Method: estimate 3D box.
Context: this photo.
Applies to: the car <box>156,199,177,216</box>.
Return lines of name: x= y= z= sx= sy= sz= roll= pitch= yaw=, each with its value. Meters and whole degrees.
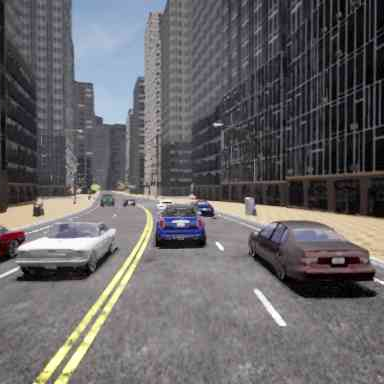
car: x=-2.601 y=1.496 z=33.280 sx=1.812 sy=1.442 sz=4.674 roll=0 pitch=0 yaw=-9

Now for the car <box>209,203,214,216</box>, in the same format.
car: x=0.850 y=1.523 z=32.106 sx=1.994 sy=1.385 sz=4.181 roll=0 pitch=0 yaw=-8

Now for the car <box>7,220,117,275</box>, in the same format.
car: x=-3.710 y=1.604 z=10.658 sx=1.895 sy=1.301 sz=4.718 roll=0 pitch=0 yaw=-3

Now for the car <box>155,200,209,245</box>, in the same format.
car: x=-0.606 y=1.343 z=15.636 sx=2.097 sy=1.767 sz=4.553 roll=0 pitch=0 yaw=-4

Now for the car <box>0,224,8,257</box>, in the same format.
car: x=-6.933 y=1.613 z=9.997 sx=1.895 sy=1.301 sz=4.718 roll=0 pitch=0 yaw=-3

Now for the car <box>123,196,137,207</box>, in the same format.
car: x=-9.677 y=1.452 z=51.522 sx=2.128 sy=1.511 sz=4.902 roll=0 pitch=0 yaw=-13

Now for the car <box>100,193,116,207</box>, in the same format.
car: x=-13.074 y=1.201 z=51.789 sx=2.150 sy=2.045 sz=5.566 roll=0 pitch=0 yaw=-13

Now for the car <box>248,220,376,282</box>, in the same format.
car: x=3.049 y=1.536 z=9.727 sx=2.033 sy=1.411 sz=5.357 roll=0 pitch=0 yaw=-3
